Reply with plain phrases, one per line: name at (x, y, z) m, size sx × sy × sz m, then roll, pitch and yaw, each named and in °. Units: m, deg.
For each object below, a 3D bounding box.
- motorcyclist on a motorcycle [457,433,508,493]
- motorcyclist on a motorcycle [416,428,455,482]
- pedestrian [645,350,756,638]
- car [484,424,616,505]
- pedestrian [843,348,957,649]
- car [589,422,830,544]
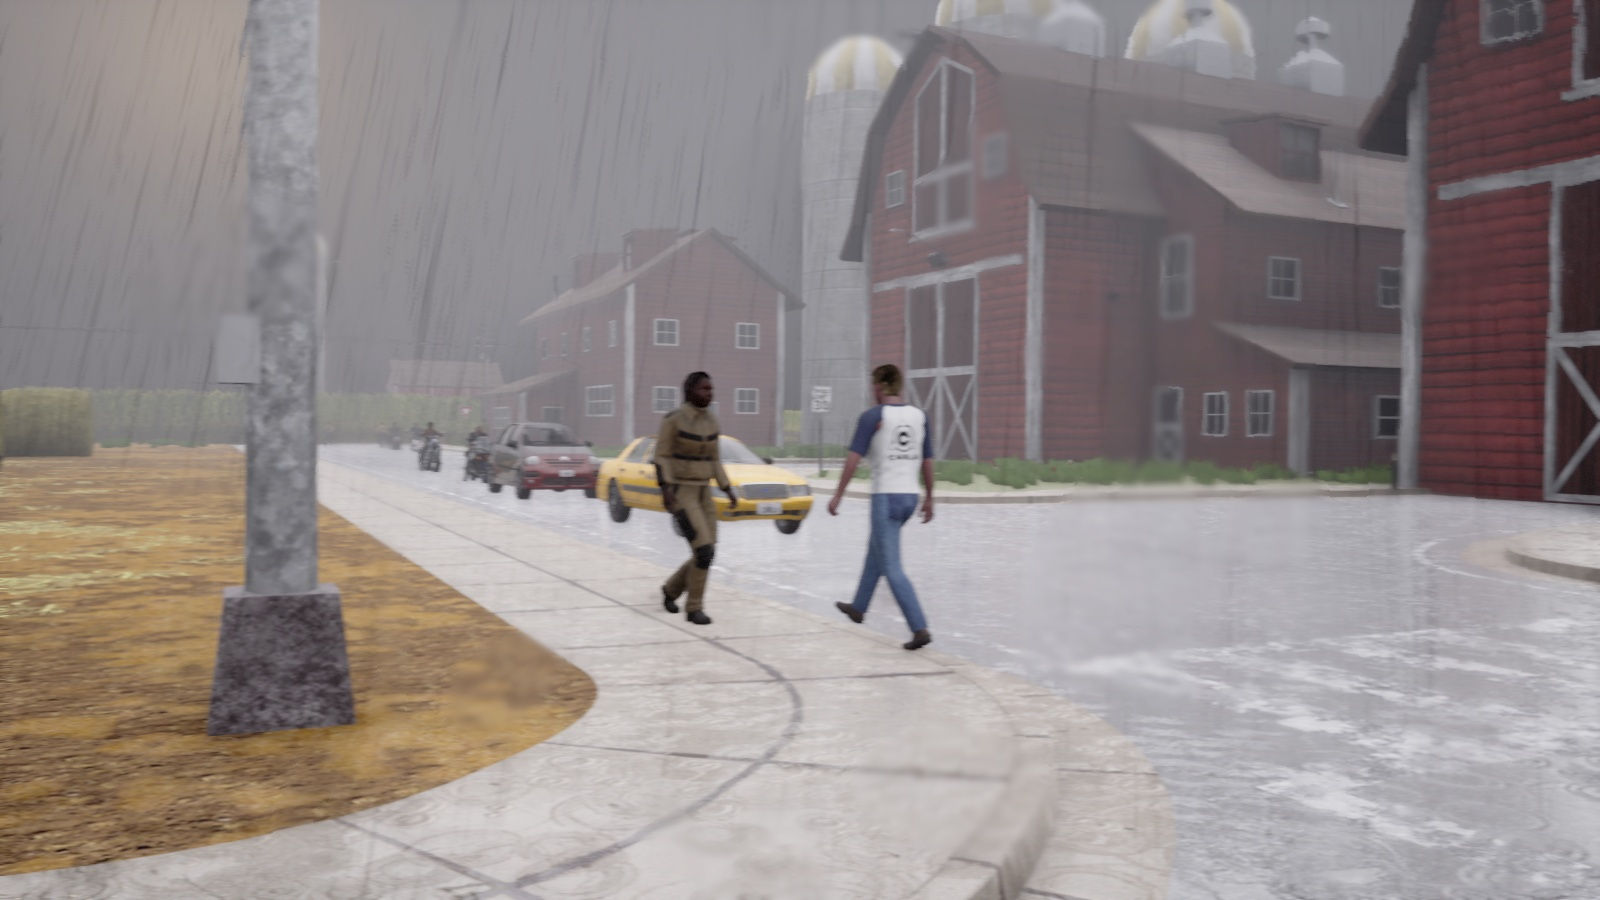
motorcyclist on a motorcycle at (-8.499, 0.327, 33.575) m, size 0.866 × 1.530 × 2.191 m, roll -1°, pitch 1°, yaw -26°
motorcyclist on a motorcycle at (-11.675, 0.146, 40.166) m, size 0.766 × 1.649 × 2.350 m, roll -1°, pitch 1°, yaw -26°
pedestrian at (-0.701, 0.291, 8.813) m, size 0.692 × 1.930 × 0.396 m, roll 0°, pitch 1°, yaw 44°
car at (-5.523, 0.264, 27.386) m, size 1.851 × 1.617 × 3.988 m, roll -1°, pitch 1°, yaw -26°
pedestrian at (0.634, 0.290, 8.044) m, size 0.354 × 1.836 × 0.706 m, roll -1°, pitch 1°, yaw -33°
car at (-1.574, 0.399, 19.177) m, size 1.801 × 1.575 × 5.366 m, roll -1°, pitch 1°, yaw -26°
